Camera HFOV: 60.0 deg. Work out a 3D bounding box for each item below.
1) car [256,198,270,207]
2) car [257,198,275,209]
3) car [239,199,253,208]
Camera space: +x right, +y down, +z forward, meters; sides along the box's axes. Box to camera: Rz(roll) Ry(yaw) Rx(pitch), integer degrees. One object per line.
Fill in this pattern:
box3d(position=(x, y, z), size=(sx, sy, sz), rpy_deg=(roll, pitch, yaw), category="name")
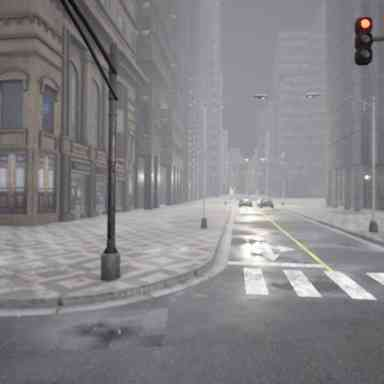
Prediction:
box3d(position=(11.861, 1.763, 55.736), size=(1.895, 1.301, 4.718), rpy_deg=(0, 0, 8), category="car")
box3d(position=(10.961, 1.672, 48.918), size=(1.812, 1.442, 4.674), rpy_deg=(0, 0, 8), category="car")
box3d(position=(8.095, 1.692, 50.332), size=(1.994, 1.385, 4.181), rpy_deg=(0, 0, 8), category="car")
